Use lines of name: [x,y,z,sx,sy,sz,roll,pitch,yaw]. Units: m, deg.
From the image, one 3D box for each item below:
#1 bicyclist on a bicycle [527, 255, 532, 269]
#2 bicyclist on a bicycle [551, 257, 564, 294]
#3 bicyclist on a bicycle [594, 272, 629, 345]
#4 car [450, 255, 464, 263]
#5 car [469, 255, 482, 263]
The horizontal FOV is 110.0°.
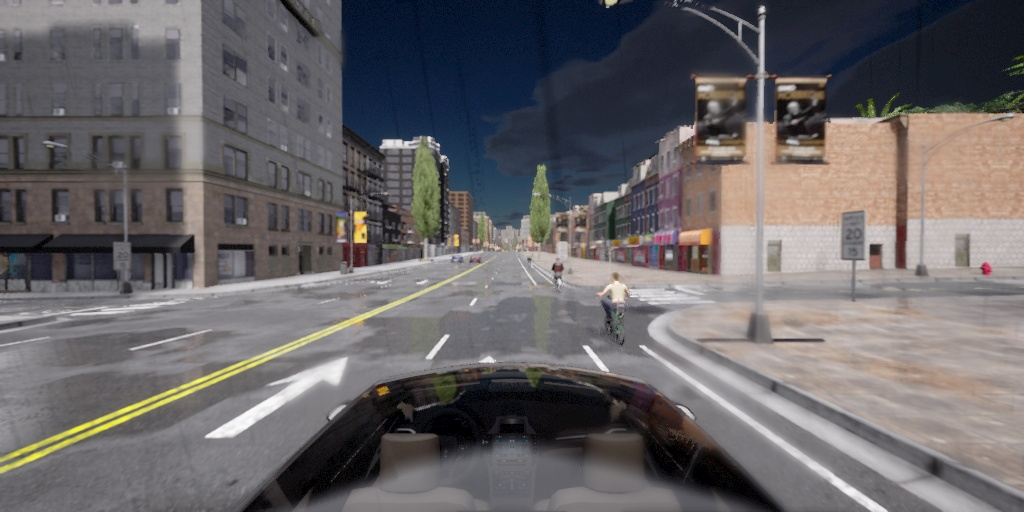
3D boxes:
bicyclist on a bicycle: [2.247,0.741,46.511,0.659,1.776,1.843,0,1,0]
bicyclist on a bicycle: [2.234,0.933,17.609,0.659,1.776,1.843,-1,1,0]
bicyclist on a bicycle: [2.423,1.185,8.485,0.866,1.612,1.509,0,0,0]
car: [-9.754,0.527,64.219,1.812,1.442,4.674,0,1,0]
car: [-6.504,0.478,64.218,1.882,1.535,5.008,0,1,0]
